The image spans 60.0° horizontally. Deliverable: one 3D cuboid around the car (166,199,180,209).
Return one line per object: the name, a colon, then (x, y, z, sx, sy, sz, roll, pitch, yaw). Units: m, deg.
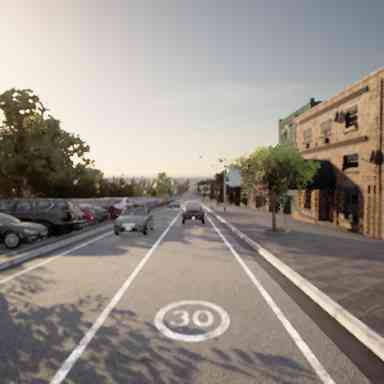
car: (-3.236, 2.395, 61.766, 1.994, 1.385, 4.181, 0, -1, 1)

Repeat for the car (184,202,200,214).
car: (0.070, 2.093, 44.742, 2.033, 1.411, 5.357, 0, -1, 1)

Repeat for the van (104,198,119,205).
van: (-8.950, 1.549, 28.510, 4.442, 1.987, 1.878, 0, -1, 0)

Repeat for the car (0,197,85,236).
car: (-8.861, 1.370, 17.300, 5.566, 2.045, 2.435, 0, -1, 0)

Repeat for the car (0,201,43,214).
car: (-21.917, 1.976, 42.325, 5.008, 1.535, 2.097, 0, -1, 0)

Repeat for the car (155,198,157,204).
car: (-8.823, 2.244, 56.533, 4.792, 1.488, 2.163, 0, -1, 0)

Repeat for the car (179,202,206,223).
car: (0.116, 1.814, 28.469, 1.837, 1.490, 4.892, 0, 0, 0)

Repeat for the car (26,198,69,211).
car: (-21.899, 1.861, 50.558, 5.566, 2.045, 2.435, 0, -1, 0)

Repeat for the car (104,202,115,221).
car: (-8.826, 1.737, 25.705, 4.892, 1.521, 2.231, 0, -1, 0)

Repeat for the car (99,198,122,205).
car: (-21.983, 2.535, 89.655, 5.566, 2.045, 2.435, 0, -1, 0)

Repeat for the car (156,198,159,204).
car: (-8.824, 2.292, 59.336, 4.792, 1.488, 2.163, 0, -1, 0)

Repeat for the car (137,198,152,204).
car: (-9.032, 2.066, 48.125, 5.366, 1.575, 1.946, 0, -1, 0)

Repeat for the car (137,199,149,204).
car: (-8.839, 2.022, 45.325, 5.008, 1.535, 2.097, 0, -1, 0)

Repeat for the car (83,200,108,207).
car: (-21.950, 2.548, 75.773, 4.892, 1.521, 2.231, 0, -1, 0)

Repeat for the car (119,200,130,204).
car: (-8.829, 1.814, 31.310, 5.008, 1.535, 2.097, 0, -1, 0)

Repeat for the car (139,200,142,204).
car: (-8.811, 1.964, 39.718, 4.792, 1.488, 2.163, 0, -1, 0)

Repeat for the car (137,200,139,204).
car: (-8.834, 1.894, 36.921, 4.892, 1.521, 2.231, 0, -1, 0)

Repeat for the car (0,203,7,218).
car: (-21.887, 1.883, 33.970, 4.792, 1.488, 2.163, 0, -1, 0)

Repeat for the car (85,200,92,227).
car: (-8.800, 1.532, 20.099, 4.553, 1.767, 2.185, 0, -1, 0)

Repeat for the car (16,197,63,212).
car: (-21.897, 1.815, 47.897, 5.566, 2.045, 2.435, 0, -1, 0)

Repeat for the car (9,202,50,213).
car: (-21.921, 2.058, 44.984, 4.674, 1.452, 2.002, 0, -1, 0)

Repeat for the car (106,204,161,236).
car: (-3.336, 1.681, 19.896, 2.128, 1.511, 4.902, 0, -1, 0)

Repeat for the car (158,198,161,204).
car: (-8.850, 2.311, 62.139, 5.008, 1.535, 2.097, 0, -1, 0)

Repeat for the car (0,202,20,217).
car: (-21.947, 1.922, 36.755, 4.792, 1.488, 2.163, 0, -1, 0)

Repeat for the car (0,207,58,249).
car: (-8.841, 1.587, 14.491, 4.892, 1.521, 2.231, 0, -1, 0)

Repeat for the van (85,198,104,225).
van: (-8.716, 1.471, 22.904, 4.442, 1.987, 1.878, 0, -1, 0)

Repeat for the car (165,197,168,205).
car: (-8.837, 2.301, 76.158, 5.566, 2.045, 2.435, 0, -1, 0)

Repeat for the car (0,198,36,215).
car: (-21.892, 1.682, 39.542, 5.566, 2.045, 2.435, 0, -1, 0)

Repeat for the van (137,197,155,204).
van: (-8.733, 1.940, 53.735, 4.442, 1.987, 1.878, 0, -1, 0)

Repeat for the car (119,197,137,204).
car: (-8.865, 1.603, 34.117, 5.566, 2.045, 2.435, 0, -1, 0)

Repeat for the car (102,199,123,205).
car: (-22.142, 2.831, 92.426, 5.366, 1.575, 1.946, 0, -1, 0)
